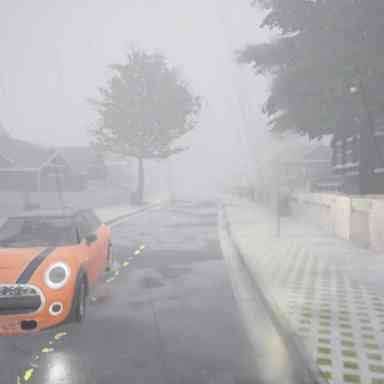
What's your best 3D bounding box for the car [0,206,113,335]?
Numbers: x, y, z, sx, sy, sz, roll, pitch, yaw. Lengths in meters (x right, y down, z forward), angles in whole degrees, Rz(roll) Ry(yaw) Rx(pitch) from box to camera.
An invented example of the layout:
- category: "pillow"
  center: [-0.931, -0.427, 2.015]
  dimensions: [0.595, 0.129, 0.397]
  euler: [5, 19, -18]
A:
- category: "car"
  center: [-2.932, 1.163, 6.691]
  dimensions: [2.097, 1.767, 4.553]
  euler: [0, 2, -5]
